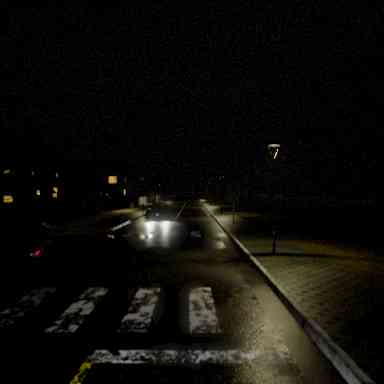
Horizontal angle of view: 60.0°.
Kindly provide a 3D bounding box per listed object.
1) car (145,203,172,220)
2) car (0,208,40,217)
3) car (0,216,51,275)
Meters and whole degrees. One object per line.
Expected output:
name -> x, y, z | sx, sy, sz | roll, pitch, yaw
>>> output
car -> -2.732, 1.611, 28.046 | 1.994, 1.385, 4.181 | 0, 0, 0
car -> -8.149, 1.386, 13.918 | 4.181, 1.385, 1.994 | 2, 0, -15
car -> -6.520, 1.386, 8.455 | 5.357, 1.411, 2.033 | 5, 0, -17
